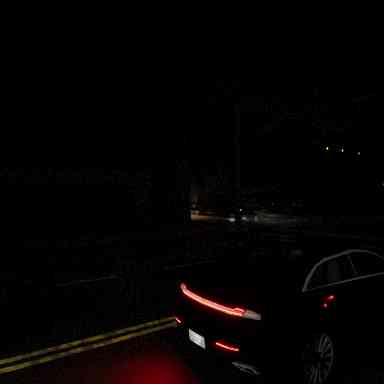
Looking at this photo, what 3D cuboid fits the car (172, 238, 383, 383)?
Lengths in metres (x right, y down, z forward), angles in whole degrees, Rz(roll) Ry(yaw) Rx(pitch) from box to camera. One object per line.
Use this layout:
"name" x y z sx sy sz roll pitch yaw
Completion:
"car" 2.031 1.492 5.279 4.902 1.511 2.128 0 0 -35

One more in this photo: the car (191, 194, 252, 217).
"car" 2.607 1.221 31.326 2.150 2.045 5.566 0 0 -36

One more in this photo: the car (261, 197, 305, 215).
"car" 9.301 1.352 34.425 2.097 1.767 4.553 0 0 -37

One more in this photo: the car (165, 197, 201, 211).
"car" -1.215 1.492 42.289 2.128 1.511 4.902 0 0 -37

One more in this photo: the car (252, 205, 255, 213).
"car" 4.325 1.478 34.869 1.882 1.535 5.008 0 0 -37
